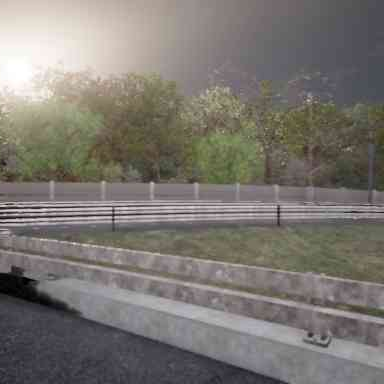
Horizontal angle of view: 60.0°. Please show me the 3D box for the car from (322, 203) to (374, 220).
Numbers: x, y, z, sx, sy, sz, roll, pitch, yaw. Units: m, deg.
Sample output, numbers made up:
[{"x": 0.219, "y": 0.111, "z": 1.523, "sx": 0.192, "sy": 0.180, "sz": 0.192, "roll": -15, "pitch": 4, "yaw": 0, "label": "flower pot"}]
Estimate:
[{"x": 14.026, "y": 1.704, "z": 29.966, "sx": 4.902, "sy": 1.511, "sz": 2.128, "roll": 2, "pitch": 0, "yaw": -18, "label": "car"}]
